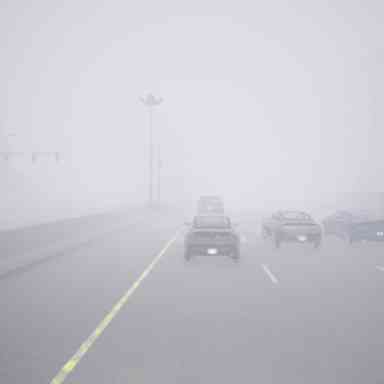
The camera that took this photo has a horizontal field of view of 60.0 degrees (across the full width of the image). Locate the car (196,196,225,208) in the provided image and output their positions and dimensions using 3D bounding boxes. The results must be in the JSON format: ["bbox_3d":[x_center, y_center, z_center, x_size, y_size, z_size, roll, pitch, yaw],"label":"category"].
[{"bbox_3d":[1.480,1.361,26.731,2.150,2.045,5.566,0,-1,3],"label":"car"}]

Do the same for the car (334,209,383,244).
[{"bbox_3d":[7.930,1.583,16.279,1.882,1.535,5.008,0,0,3],"label":"car"}]

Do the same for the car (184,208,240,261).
[{"bbox_3d":[0.736,1.573,12.591,1.837,1.490,4.892,0,0,3],"label":"car"}]

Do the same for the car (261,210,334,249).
[{"bbox_3d":[4.368,1.584,15.178,2.128,1.511,4.902,0,0,3],"label":"car"}]
